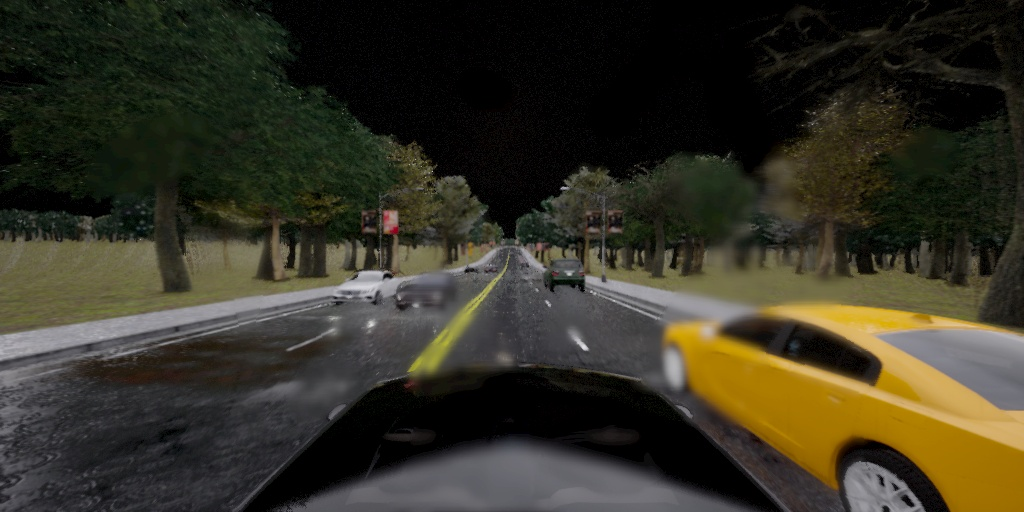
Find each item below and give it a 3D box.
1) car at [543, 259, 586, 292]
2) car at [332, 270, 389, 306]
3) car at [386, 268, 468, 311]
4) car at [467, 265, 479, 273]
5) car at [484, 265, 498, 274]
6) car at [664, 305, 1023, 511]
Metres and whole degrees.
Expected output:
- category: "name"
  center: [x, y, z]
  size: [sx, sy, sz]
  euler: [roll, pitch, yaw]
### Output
- category: "car"
  center: [3.353, 1.191, 23.631]
  size: [2.150, 2.045, 5.566]
  euler: [0, -1, 0]
- category: "car"
  center: [-6.584, 1.414, 16.857]
  size: [1.812, 1.442, 4.674]
  euler: [0, -1, 0]
- category: "car"
  center: [-3.347, 1.421, 15.388]
  size: [2.033, 1.411, 5.357]
  euler: [0, -1, 0]
- category: "car"
  center: [-6.531, 2.142, 58.073]
  size: [1.895, 1.301, 4.718]
  euler: [0, -1, 1]
- category: "car"
  center: [-3.281, 2.094, 57.428]
  size: [1.994, 1.385, 4.181]
  euler: [0, -1, 1]
- category: "car"
  center: [3.348, 1.246, 3.751]
  size: [1.882, 1.535, 5.008]
  euler: [0, -1, 0]
